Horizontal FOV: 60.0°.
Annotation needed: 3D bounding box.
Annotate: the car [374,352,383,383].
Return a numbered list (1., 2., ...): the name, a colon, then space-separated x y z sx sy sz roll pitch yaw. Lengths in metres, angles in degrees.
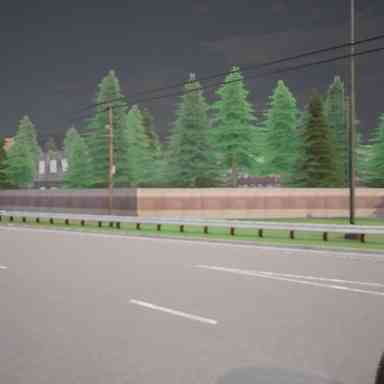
1. car: 3.196 1.559 1.715 4.181 1.385 1.994 0 0 35
